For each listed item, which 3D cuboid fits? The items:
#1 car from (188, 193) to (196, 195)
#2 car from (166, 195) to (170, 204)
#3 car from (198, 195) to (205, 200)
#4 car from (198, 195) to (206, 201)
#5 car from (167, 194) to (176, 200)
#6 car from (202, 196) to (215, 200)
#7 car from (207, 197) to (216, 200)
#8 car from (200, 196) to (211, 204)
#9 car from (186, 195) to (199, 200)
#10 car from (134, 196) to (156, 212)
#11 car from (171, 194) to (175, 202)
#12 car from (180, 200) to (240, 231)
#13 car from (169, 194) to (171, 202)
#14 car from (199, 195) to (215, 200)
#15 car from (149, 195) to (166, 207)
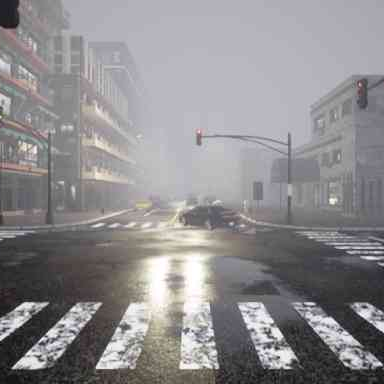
[{"bbox_3d":[0.013,1.272,71.205,2.150,2.045,5.566,0,0,0],"label":"car"},{"bbox_3d":[-5.710,1.584,61.486,2.008,1.369,4.403,0,0,0],"label":"car"},{"bbox_3d":[2.659,1.641,94.725,2.008,1.369,4.403,0,0,0],"label":"car"},{"bbox_3d":[2.661,1.605,89.356,1.752,1.417,4.829,0,0,0],"label":"car"},{"bbox_3d":[-5.721,1.405,94.723,2.192,1.841,5.009,0,0,0],"label":"car"},{"bbox_3d":[2.677,1.598,44.872,1.802,1.307,4.206,0,0,0],"label":"car"},{"bbox_3d":[2.681,1.534,33.964,1.752,1.417,4.829,0,0,0],"label":"car"},{"bbox_3d":[2.669,1.592,67.029,2.008,1.369,4.403,0,0,0],"label":"car"},{"bbox_3d":[0.082,1.549,52.814,1.812,1.442,4.674,0,0,0],"label":"car"},{"bbox_3d":[-5.702,1.537,39.159,1.752,1.417,4.829,0,0,0],"label":"car"},{"bbox_3d":[-5.716,1.604,78.105,1.887,1.381,4.507,0,0,0],"label":"car"},{"bbox_3d":[0.989,1.524,20.852,1.837,1.490,4.892,-3,2,-31],"label":"car"},{"bbox_3d":[-5.711,1.566,66.855,1.752,1.417,4.829,0,0,0],"label":"car"},{"bbox_3d":[2.676,1.336,50.412,2.192,1.841,5.009,0,0,0],"label":"car"},{"bbox_3d":[-5.705,1.336,50.408,2.192,1.841,5.009,0,0,0],"label":"car"}]
